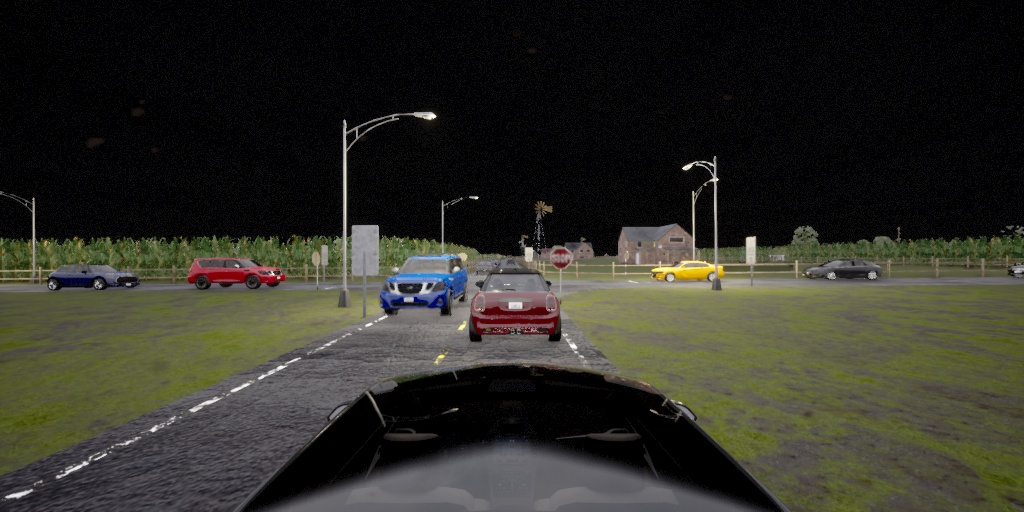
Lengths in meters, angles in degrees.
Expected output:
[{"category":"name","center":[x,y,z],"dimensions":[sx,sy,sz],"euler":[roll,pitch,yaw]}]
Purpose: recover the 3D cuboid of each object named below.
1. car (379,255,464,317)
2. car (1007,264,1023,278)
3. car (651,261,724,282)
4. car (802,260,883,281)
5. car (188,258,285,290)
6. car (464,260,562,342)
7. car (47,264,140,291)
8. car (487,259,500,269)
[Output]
[{"category":"car","center":[-3.061,0.973,13.627],"dimensions":[2.150,2.045,5.566],"euler":[-1,0,2]},{"category":"car","center":[39.381,0.889,26.111],"dimensions":[4.902,1.511,2.128],"euler":[0,0,1]},{"category":"car","center":[12.872,1.111,26.466],"dimensions":[5.008,1.535,1.882],"euler":[-1,0,0]},{"category":"car","center":[24.179,1.037,26.344],"dimensions":[4.892,1.490,1.837],"euler":[0,0,1]},{"category":"car","center":[-18.348,1.126,23.985],"dimensions":[5.566,2.045,2.150],"euler":[-1,0,1]},{"category":"car","center":[0.058,1.103,9.955],"dimensions":[2.097,1.767,4.553],"euler":[0,0,-1]},{"category":"car","center":[-28.002,1.345,24.119],"dimensions":[4.553,1.767,2.097],"euler":[-1,0,1]},{"category":"car","center":[-3.021,1.299,59.678],"dimensions":[1.837,1.490,4.892],"euler":[0,0,0]}]
